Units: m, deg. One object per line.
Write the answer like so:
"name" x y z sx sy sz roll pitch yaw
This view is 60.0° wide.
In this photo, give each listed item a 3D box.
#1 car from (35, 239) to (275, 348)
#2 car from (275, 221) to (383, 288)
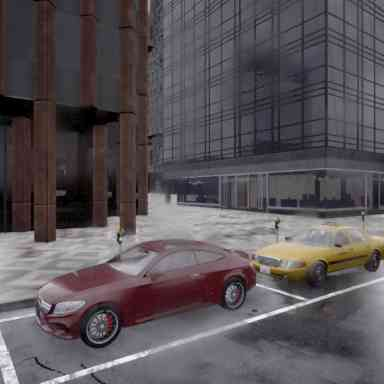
"car" -0.606 1.582 6.211 4.206 1.307 1.802 0 0 -35
"car" 3.687 1.525 9.263 4.829 1.417 1.752 0 0 -35
